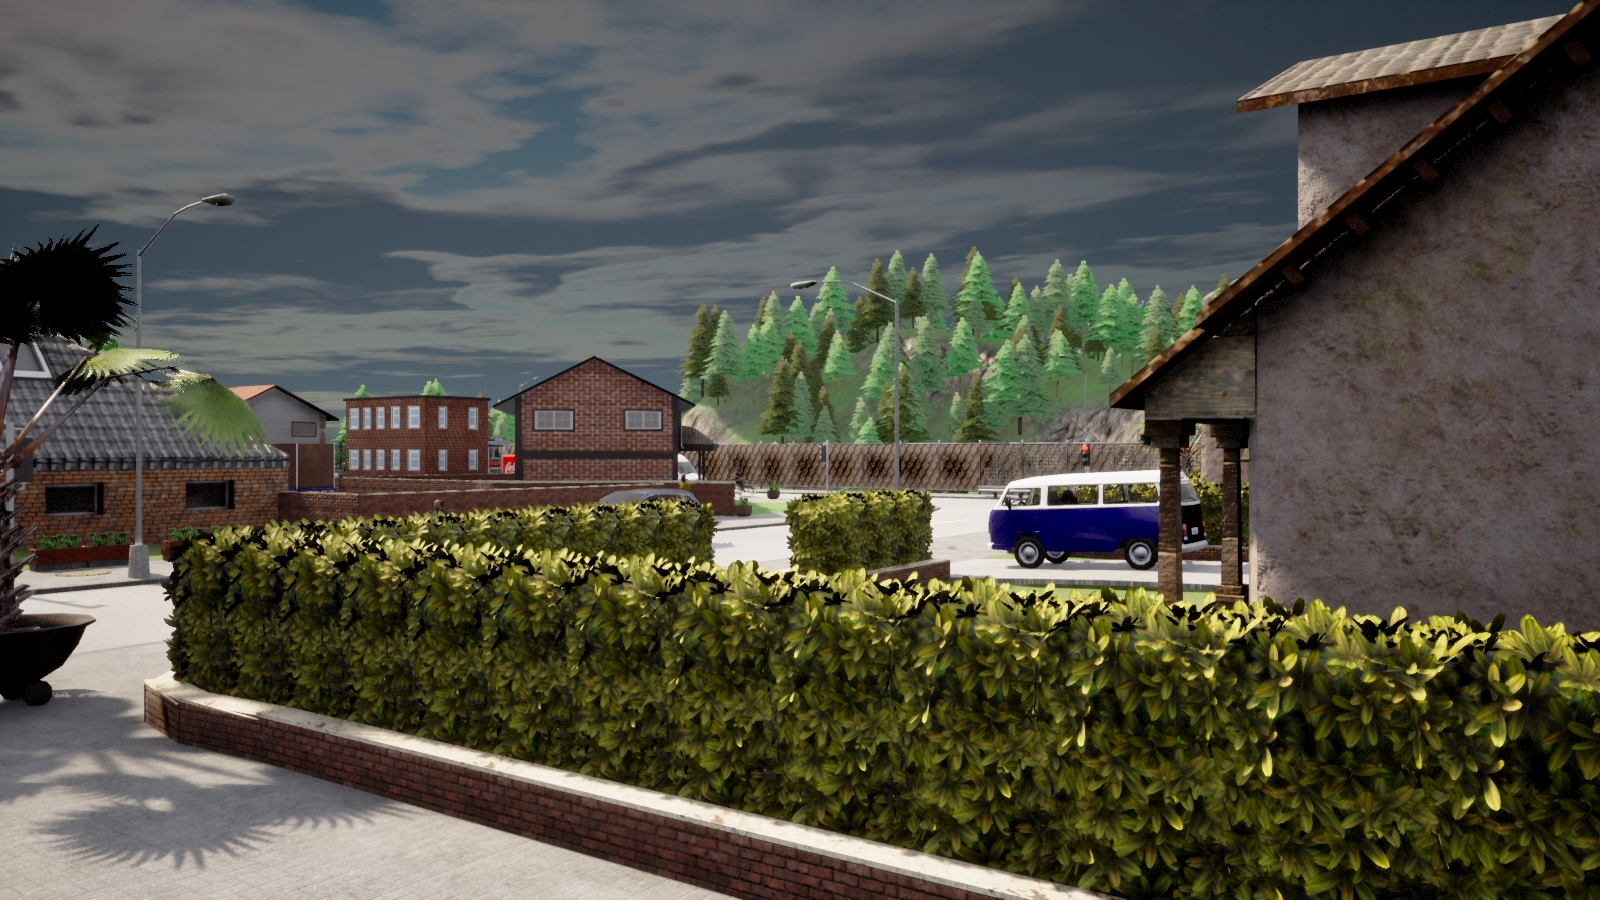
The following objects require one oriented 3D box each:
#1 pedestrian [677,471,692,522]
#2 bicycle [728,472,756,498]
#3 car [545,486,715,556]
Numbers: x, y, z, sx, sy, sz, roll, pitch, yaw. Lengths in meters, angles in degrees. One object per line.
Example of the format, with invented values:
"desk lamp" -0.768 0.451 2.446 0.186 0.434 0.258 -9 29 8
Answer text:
"pedestrian" -4.289 1.732 42.486 0.375 1.860 0.375 0 0 36
"bicycle" -3.446 2.044 67.293 1.835 1.471 0.329 0 0 35
"car" -4.769 1.958 32.707 2.242 1.667 4.611 0 0 35
